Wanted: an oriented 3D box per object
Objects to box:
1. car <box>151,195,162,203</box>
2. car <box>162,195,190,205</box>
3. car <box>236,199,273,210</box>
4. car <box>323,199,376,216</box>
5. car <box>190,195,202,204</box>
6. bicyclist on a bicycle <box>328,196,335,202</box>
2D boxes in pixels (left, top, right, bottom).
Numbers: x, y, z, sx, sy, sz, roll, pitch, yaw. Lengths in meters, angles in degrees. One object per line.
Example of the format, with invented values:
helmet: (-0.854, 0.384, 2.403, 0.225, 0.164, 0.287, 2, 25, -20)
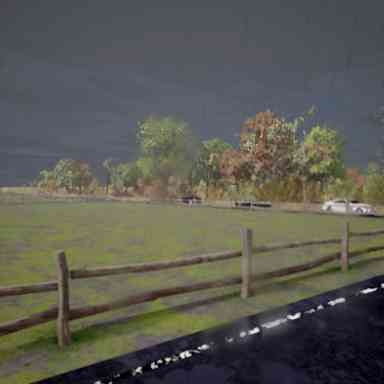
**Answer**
car: (-6.164, 1.372, 65.642, 2.033, 1.411, 5.357, 0, 0, -34)
car: (-2.740, 1.371, 55.731, 1.812, 1.442, 4.674, 0, 0, -34)
car: (7.568, 1.446, 40.620, 1.895, 1.301, 4.718, 0, 0, -34)
car: (14.397, 1.358, 30.673, 1.812, 1.442, 4.674, 0, 0, -34)
car: (-0.245, 1.308, 57.110, 1.882, 1.535, 5.008, 0, 0, -34)
bicyclist on a bicycle: (16.244, 1.256, 38.534, 1.656, 1.620, 0.582, -1, 0, -34)
